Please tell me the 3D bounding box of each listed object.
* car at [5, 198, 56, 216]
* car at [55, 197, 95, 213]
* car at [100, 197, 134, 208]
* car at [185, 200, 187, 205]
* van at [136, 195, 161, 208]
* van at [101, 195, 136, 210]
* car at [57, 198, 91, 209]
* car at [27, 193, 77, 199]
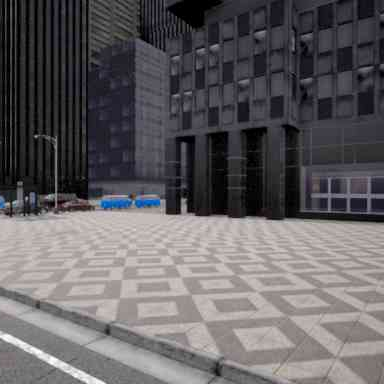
[{"bbox_3d":[-15.925,1.544,31.887,2.008,1.369,4.403,0,0,35],"label":"car"},{"bbox_3d":[-12.631,1.571,36.511,1.802,1.307,4.206,0,0,35],"label":"car"},{"bbox_3d":[-10.981,1.471,48.912,1.837,1.490,4.892,0,0,36],"label":"car"},{"bbox_3d":[0.545,1.564,55.008,1.802,1.307,4.206,0,0,35],"label":"car"},{"bbox_3d":[-6.042,1.324,45.759,1.690,1.788,3.998,0,0,35],"label":"van"},{"bbox_3d":[-9.336,1.327,41.135,1.690,1.788,3.998,0,0,35],"label":"van"},{"bbox_3d":[-16.281,1.542,46.081,1.802,1.307,4.206,0,0,35],"label":"car"},{"bbox_3d":[-16.673,1.193,40.934,2.150,2.045,5.566,0,0,35],"label":"car"}]
